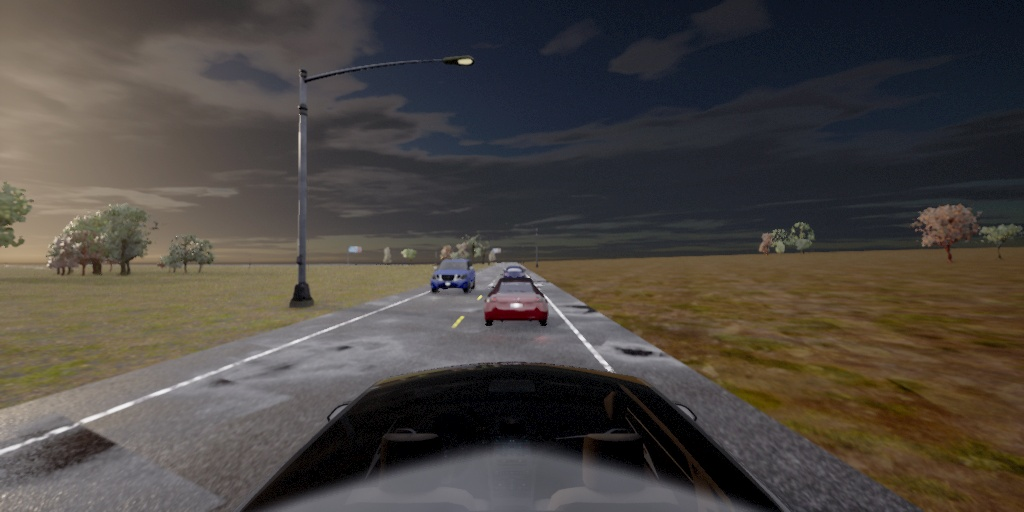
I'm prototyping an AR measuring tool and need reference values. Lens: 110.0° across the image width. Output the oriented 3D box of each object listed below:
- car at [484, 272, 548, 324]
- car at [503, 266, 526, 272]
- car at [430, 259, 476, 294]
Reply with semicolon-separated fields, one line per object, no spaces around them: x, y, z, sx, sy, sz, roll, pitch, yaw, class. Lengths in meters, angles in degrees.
0.130;1.436;12.485;1.994;1.385;4.181;0;-1;0;car
0.189;1.595;30.219;1.812;1.442;4.674;0;0;0;car
-3.541;1.205;22.561;2.150;2.045;5.566;0;-1;0;car
